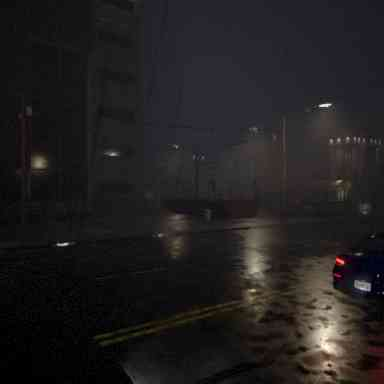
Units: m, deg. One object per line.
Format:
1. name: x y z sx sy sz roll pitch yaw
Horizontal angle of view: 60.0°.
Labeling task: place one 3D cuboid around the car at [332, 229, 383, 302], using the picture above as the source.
1. car: 4.968 1.526 7.332 4.674 1.442 1.812 0 0 -35

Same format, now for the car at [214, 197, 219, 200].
1. car: 4.416 1.575 60.548 4.718 1.301 1.895 0 0 -36

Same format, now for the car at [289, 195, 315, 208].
1. car: 15.141 1.254 45.967 4.553 1.767 2.185 0 0 -36

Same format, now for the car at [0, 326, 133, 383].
1. car: -2.909 1.547 1.677 5.357 1.411 2.033 0 0 -35

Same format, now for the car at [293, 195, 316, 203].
1. car: 22.065 1.420 65.023 4.674 1.452 2.002 0 0 -36

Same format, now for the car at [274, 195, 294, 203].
1. car: 19.162 1.452 69.026 3.806 1.475 1.970 0 0 -36
